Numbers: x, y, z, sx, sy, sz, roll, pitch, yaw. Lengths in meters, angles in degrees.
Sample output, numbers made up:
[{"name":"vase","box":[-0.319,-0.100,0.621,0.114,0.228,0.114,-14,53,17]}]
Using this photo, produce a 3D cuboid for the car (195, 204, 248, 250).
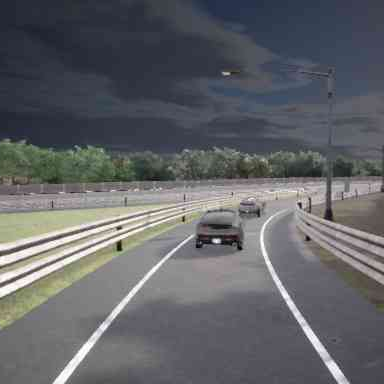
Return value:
[{"name":"car","box":[1.311,1.486,14.256,1.837,1.490,4.892,0,0,10]}]

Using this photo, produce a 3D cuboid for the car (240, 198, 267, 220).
[{"name":"car","box":[5.200,1.277,28.403,2.128,1.511,4.902,1,1,20]}]
